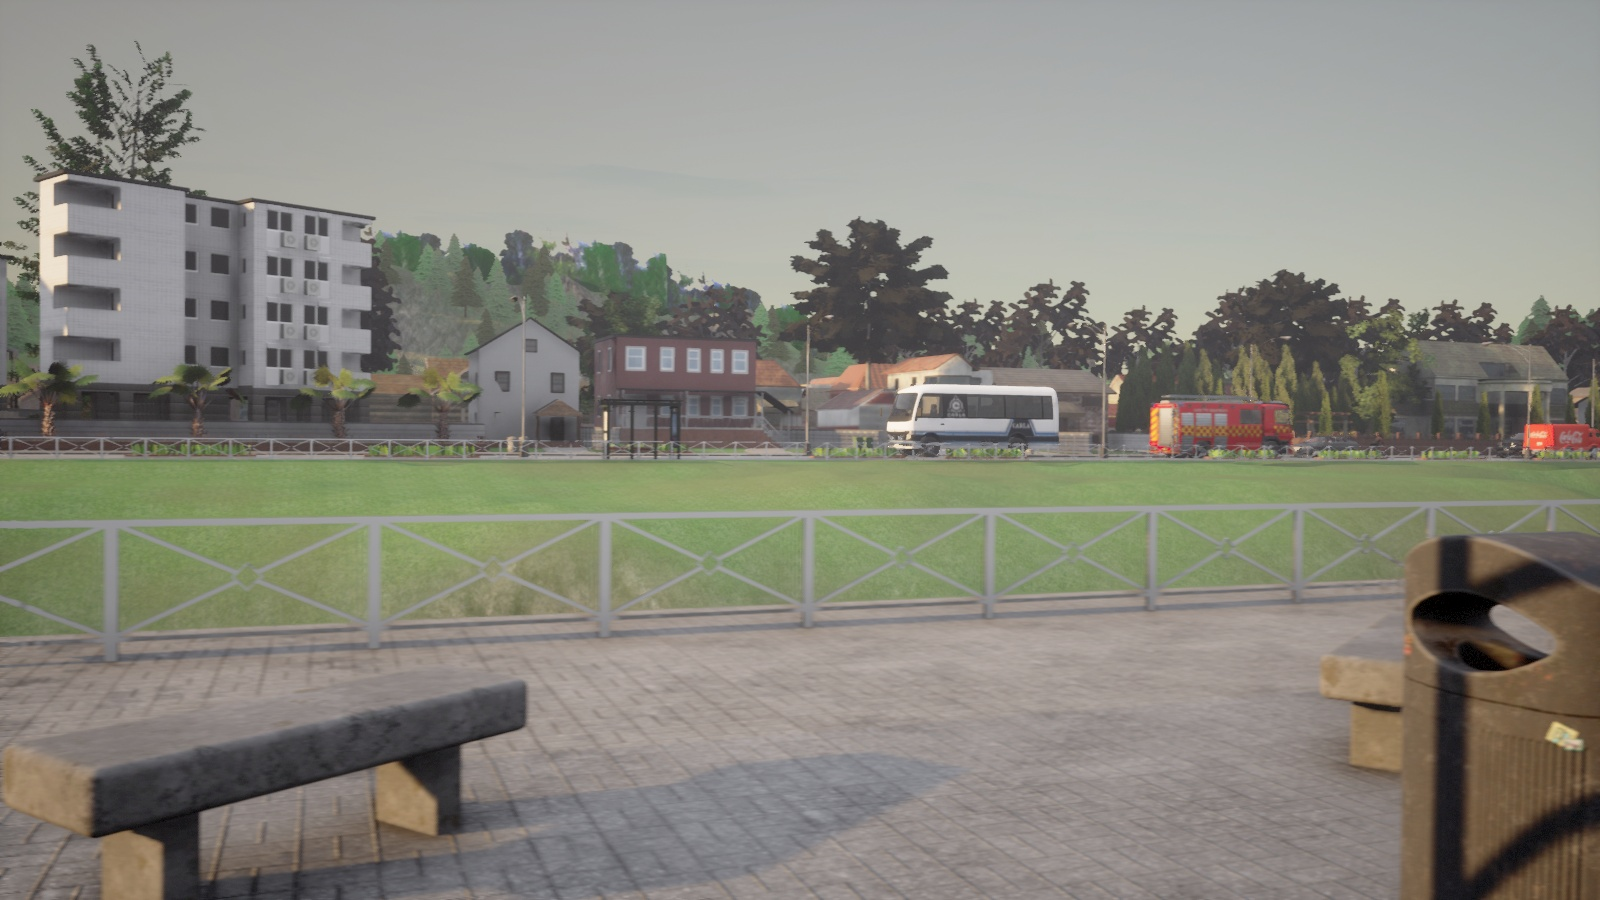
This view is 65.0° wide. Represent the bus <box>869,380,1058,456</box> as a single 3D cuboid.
[{"bbox_3d":[9.578,-1.876,73.393,10.273,4.253,3.944,-1,1,-21],"label":"bus"}]

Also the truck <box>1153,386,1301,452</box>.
[{"bbox_3d":[25.580,-1.867,75.188,8.468,3.827,2.891,-1,1,-21],"label":"truck"}]

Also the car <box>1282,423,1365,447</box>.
[{"bbox_3d":[34.560,-0.968,82.887,4.902,1.511,2.128,-1,1,-21],"label":"car"}]
